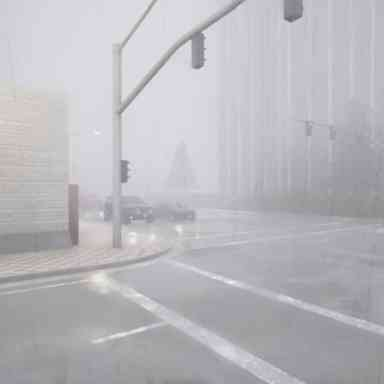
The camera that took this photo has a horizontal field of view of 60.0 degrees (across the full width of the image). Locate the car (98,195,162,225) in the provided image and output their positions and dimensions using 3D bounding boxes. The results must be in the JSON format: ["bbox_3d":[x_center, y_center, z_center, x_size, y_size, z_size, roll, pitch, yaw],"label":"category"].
[{"bbox_3d":[-4.801,1.276,24.952,2.150,2.045,5.566,0,0,-36],"label":"car"}]

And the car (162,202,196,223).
[{"bbox_3d":[-1.646,1.532,26.566,1.882,1.535,5.008,0,0,-36],"label":"car"}]

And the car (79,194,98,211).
[{"bbox_3d":[-13.372,1.281,43.016,2.150,2.045,5.566,0,0,-35],"label":"car"}]
